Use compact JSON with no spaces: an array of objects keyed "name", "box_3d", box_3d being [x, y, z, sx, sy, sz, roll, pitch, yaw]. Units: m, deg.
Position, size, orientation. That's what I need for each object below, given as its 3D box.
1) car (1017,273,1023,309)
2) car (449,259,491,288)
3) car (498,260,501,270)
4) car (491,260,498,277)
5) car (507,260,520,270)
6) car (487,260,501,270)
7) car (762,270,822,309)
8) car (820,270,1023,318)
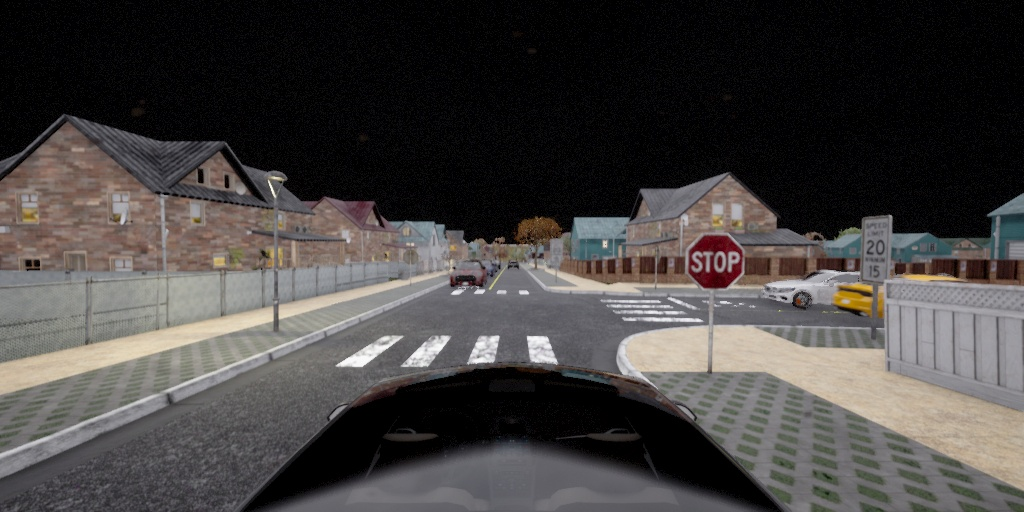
[{"name":"car","box_3d":[21.610,1.419,12.588,4.181,1.385,1.994,1,2,13]},{"name":"car","box_3d":[-2.798,1.093,23.803,2.097,1.767,4.553,0,0,0]},{"name":"car","box_3d":[-2.740,1.345,45.163,2.033,1.411,5.357,0,0,1]},{"name":"car","box_3d":[-2.769,1.113,34.863,2.097,1.767,4.553,0,0,0]},{"name":"car","box_3d":[0.225,1.364,57.000,1.837,1.490,4.892,0,0,0]},{"name":"car","box_3d":[-2.675,1.329,55.579,1.882,1.535,5.008,0,0,1]},{"name":"car","box_3d":[12.612,1.281,14.142,4.674,1.442,1.812,1,2,8]},{"name":"car","box_3d":[13.217,1.347,11.224,5.008,1.535,1.882,1,2,8]}]
